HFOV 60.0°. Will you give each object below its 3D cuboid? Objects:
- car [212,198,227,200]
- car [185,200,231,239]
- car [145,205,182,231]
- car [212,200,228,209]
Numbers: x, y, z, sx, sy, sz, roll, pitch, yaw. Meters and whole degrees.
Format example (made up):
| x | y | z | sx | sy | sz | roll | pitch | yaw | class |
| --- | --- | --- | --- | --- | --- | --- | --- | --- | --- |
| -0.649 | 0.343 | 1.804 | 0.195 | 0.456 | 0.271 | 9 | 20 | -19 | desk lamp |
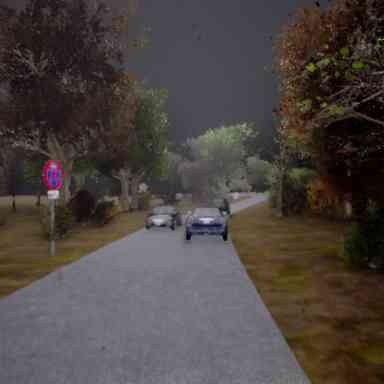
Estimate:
| x | y | z | sx | sy | sz | roll | pitch | yaw | class |
| --- | --- | --- | --- | --- | --- | --- | --- | --- | --- |
| 3.454 | 1.743 | 40.544 | 2.150 | 2.045 | 5.566 | 0 | -1 | 10 | car |
| 0.833 | 1.481 | 18.095 | 2.097 | 1.767 | 4.553 | 0 | -1 | 4 | car |
| -1.801 | 1.659 | 22.252 | 2.128 | 1.511 | 4.902 | 0 | -1 | 5 | car |
| 5.401 | 2.431 | 63.912 | 2.128 | 1.511 | 4.902 | 2 | 0 | 15 | car |
